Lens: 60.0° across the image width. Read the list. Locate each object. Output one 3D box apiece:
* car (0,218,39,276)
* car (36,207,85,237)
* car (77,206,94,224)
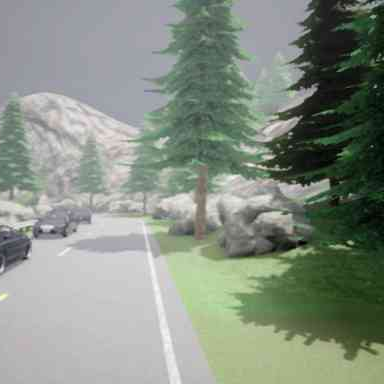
[{"bbox_3d":[-6.693,1.769,10.675,1.994,1.385,4.181,0,-1,-9],"label":"car"},{"bbox_3d":[-8.280,1.884,20.492,2.128,1.511,4.902,0,-1,-9],"label":"car"},{"bbox_3d":[-10.167,2.087,30.532,1.837,1.490,4.892,0,-1,-16],"label":"car"}]
